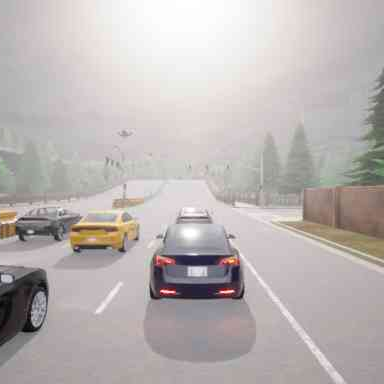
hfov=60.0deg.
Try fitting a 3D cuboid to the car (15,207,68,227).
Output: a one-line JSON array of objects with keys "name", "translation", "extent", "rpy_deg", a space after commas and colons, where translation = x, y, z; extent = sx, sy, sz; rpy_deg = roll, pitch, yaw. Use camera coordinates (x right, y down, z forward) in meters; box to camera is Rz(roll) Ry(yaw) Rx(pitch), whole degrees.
[{"name": "car", "translation": [-6.902, 1.491, 16.646], "extent": [2.128, 1.511, 4.902], "rpy_deg": [0, 0, 0]}]

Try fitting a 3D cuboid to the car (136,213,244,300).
[{"name": "car", "translation": [0.100, 1.504, 8.444], "extent": [2.163, 1.488, 4.792], "rpy_deg": [0, 0, 0]}]

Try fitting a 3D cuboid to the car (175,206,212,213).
[{"name": "car", "translation": [0.097, 1.492, 17.534], "extent": [2.128, 1.511, 4.902], "rpy_deg": [0, 0, 0]}]

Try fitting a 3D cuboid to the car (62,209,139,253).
[{"name": "car", "translation": [-3.401, 1.478, 13.798], "extent": [1.882, 1.535, 5.008], "rpy_deg": [0, 0, 0]}]

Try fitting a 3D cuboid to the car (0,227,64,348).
[{"name": "car", "translation": [-3.399, 1.478, 3.782], "extent": [1.882, 1.535, 5.008], "rpy_deg": [0, 0, 0]}]
